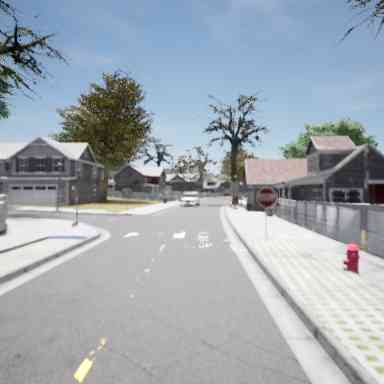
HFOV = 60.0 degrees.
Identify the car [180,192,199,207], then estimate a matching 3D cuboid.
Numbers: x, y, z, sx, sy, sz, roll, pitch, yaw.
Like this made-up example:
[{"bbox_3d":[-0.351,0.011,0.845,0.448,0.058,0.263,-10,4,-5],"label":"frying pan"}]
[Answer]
[{"bbox_3d":[-0.239,1.045,44.864,2.150,2.045,5.566,0,2,6],"label":"car"}]
